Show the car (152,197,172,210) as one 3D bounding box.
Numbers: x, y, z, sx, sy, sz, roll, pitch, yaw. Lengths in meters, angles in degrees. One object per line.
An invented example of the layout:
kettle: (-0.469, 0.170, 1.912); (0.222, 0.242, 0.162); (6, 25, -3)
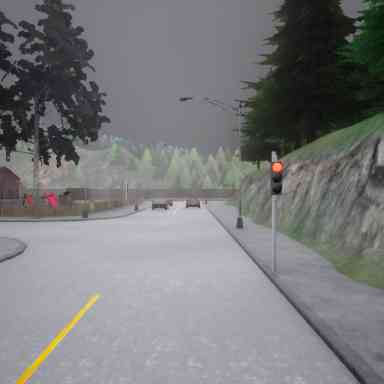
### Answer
car: (-4.040, 1.478, 42.853); (1.882, 1.535, 5.008); (0, 0, 0)

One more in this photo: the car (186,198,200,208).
car: (0.155, 1.564, 49.034); (1.994, 1.385, 4.181); (0, 0, 0)
